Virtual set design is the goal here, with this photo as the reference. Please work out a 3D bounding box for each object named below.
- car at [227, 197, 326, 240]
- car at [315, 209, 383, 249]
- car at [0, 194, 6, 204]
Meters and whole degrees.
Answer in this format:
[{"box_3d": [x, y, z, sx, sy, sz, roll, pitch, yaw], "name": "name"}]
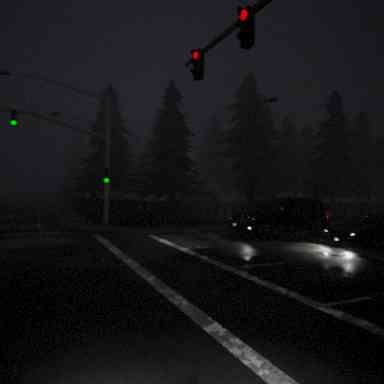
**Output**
[{"box_3d": [4.577, 1.276, 17.358, 5.566, 2.045, 2.150, 1, 0, -25], "name": "car"}, {"box_3d": [8.603, 1.685, 15.375, 5.357, 1.411, 2.033, 1, 0, -25], "name": "car"}, {"box_3d": [-26.803, 0.943, 45.610, 1.994, 1.385, 4.181, 1, 0, -25], "name": "car"}]
